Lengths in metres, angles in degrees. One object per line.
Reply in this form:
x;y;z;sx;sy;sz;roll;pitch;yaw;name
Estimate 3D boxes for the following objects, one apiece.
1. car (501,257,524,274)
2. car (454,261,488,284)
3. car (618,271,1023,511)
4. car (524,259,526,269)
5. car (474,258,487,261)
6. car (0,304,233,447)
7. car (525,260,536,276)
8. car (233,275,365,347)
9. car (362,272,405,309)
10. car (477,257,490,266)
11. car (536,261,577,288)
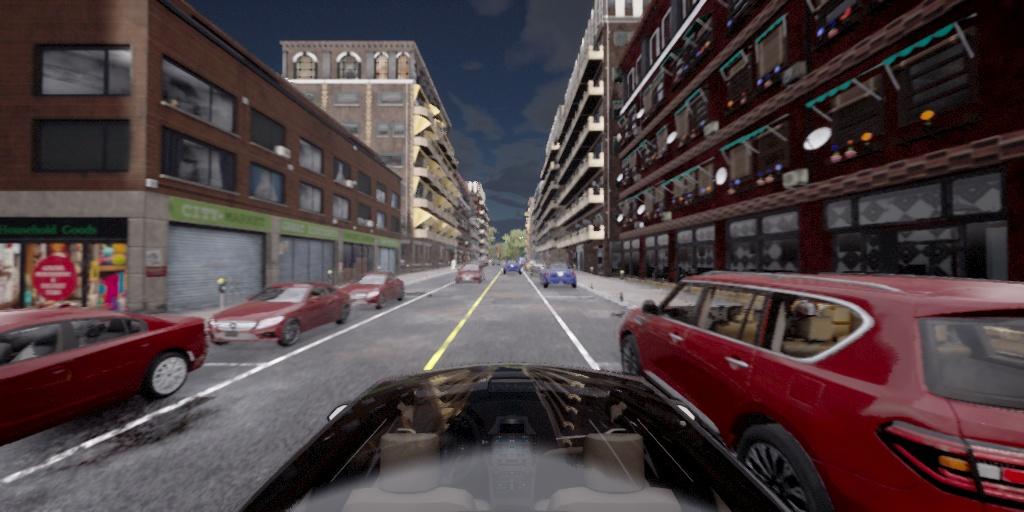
0.028;1.166;42.676;2.097;1.767;4.553;0;0;0;car
-3.099;1.316;27.190;1.812;1.442;4.674;0;0;0;car
2.692;1.068;3.759;2.192;1.841;5.009;0;0;0;car
2.684;1.350;48.498;1.751;1.417;4.829;0;0;0;car
-5.699;1.408;59.510;1.948;1.339;4.313;0;0;0;car
-5.689;1.298;3.798;1.888;1.381;4.507;0;0;0;car
2.686;1.357;37.186;2.007;1.370;4.403;0;0;0;car
-5.690;1.344;9.369;1.802;1.307;4.207;0;0;0;car
-5.691;1.352;14.940;1.802;1.307;4.207;0;0;0;car
-5.700;1.166;65.080;2.192;1.841;5.009;0;0;0;car
2.997;1.137;24.210;2.097;1.767;4.553;0;0;0;car
